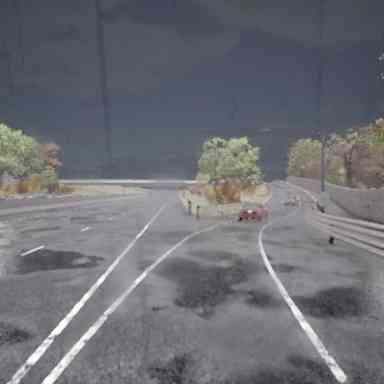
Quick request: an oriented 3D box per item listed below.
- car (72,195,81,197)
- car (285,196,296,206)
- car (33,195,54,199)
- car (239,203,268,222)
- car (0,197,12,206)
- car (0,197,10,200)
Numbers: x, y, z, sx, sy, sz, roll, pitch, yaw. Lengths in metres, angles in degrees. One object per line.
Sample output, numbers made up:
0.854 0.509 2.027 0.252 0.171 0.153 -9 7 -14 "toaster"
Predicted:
-24.443 1.380 70.642 1.837 1.490 4.892 0 0 -3 "car"
19.631 2.009 66.474 1.895 1.301 4.718 1 3 18 "car"
-23.730 1.476 54.639 1.895 1.301 4.718 0 0 -2 "car"
5.870 1.834 31.282 2.097 1.767 4.553 1 -1 21 "car"
-30.632 1.437 52.531 1.895 1.301 4.718 0 0 -2 "car"
-22.994 1.418 37.605 2.033 1.411 5.357 0 0 -2 "car"
